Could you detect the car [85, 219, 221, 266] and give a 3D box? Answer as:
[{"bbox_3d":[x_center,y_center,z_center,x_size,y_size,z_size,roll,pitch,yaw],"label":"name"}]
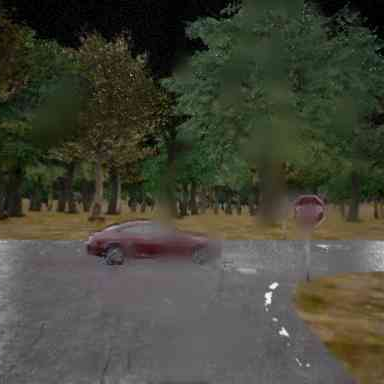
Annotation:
[{"bbox_3d":[-1.312,1.696,11.721,4.674,1.442,1.812,1,0,-8],"label":"car"}]
